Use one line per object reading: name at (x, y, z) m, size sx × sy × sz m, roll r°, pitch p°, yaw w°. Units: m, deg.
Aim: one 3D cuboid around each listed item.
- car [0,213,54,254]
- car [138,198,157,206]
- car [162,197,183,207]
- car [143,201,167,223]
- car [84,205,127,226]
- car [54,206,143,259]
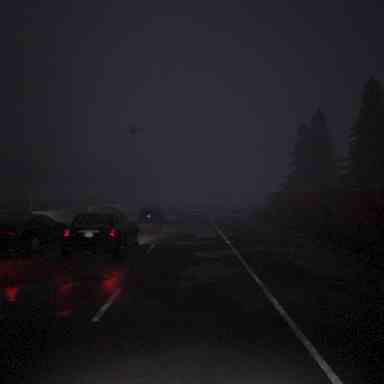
car at (-6.973, 1.638, 14.217) m, size 1.882 × 1.535 × 5.008 m, roll 0°, pitch 0°, yaw 0°
car at (-9.960, 2.191, 74.601) m, size 2.097 × 1.767 × 4.553 m, roll 0°, pitch -1°, yaw 23°
car at (-4.018, 2.019, 70.805) m, size 2.150 × 2.045 × 5.566 m, roll 0°, pitch -1°, yaw 23°
car at (-3.376, 1.806, 29.222) m, size 1.882 × 1.535 × 5.008 m, roll 0°, pitch 0°, yaw 3°
car at (-6.969, 1.857, 27.497) m, size 2.033 × 1.411 × 5.357 m, roll 0°, pitch -1°, yaw 1°
car at (-3.479, 1.503, 13.395) m, size 2.097 × 1.767 × 4.553 m, roll 0°, pitch -1°, yaw 0°
